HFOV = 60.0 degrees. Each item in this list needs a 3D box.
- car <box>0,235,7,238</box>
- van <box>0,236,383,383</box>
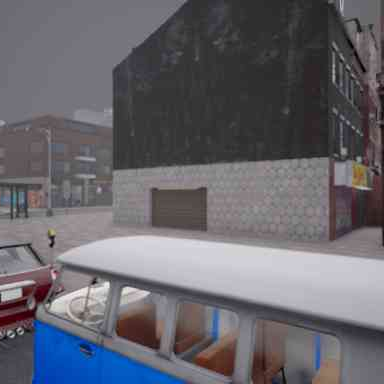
[{"bbox_3d":[-4.042,1.420,5.658,4.097,1.590,1.967,0,0,35],"label":"car"},{"bbox_3d":[0.404,1.338,2.526,3.998,1.788,1.690,0,0,35],"label":"van"}]
